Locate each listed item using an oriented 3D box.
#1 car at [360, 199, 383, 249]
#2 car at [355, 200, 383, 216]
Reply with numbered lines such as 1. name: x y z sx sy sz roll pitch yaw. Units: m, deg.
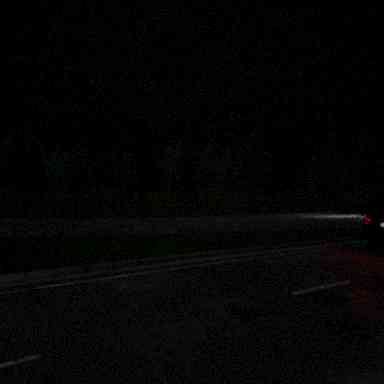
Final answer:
1. car: 9.348 1.310 13.531 5.566 2.045 2.150 0 0 -30
2. car: 20.324 1.697 35.912 4.902 1.511 2.128 0 0 -24
